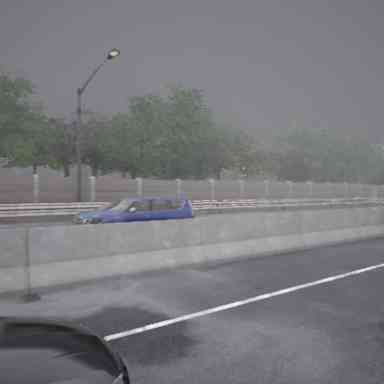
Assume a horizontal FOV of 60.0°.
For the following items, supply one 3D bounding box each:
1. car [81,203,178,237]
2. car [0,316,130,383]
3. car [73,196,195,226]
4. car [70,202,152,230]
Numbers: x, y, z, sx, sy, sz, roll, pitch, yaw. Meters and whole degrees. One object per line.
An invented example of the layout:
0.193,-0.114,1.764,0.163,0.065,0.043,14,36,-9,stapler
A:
-3.428,1.468,18.747,5.008,1.535,1.882,0,0,-36,car
-2.719,1.493,1.806,4.902,1.511,2.128,0,0,-36,car
-2.420,1.213,15.166,5.566,2.045,2.150,0,0,-36,car
-5.205,1.495,21.778,4.892,1.490,1.837,0,0,-36,car
